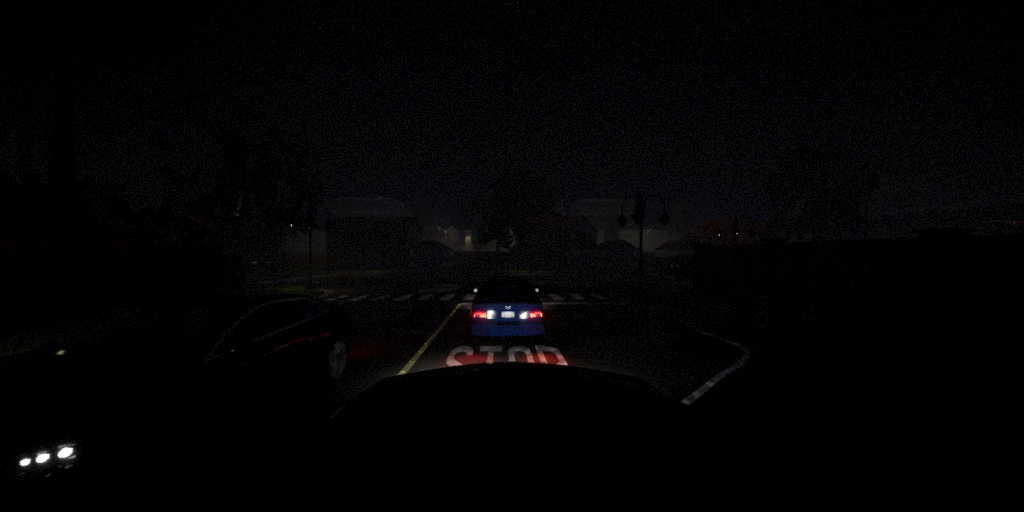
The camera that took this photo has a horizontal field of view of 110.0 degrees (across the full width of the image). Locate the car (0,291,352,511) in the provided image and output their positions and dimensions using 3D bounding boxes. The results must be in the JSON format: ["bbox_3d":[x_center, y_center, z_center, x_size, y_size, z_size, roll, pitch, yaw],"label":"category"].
[{"bbox_3d":[-3.626,1.239,4.278,2.128,1.511,4.902,0,0,-2],"label":"car"}]

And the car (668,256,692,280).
[{"bbox_3d":[16.557,0.994,31.147,5.566,2.045,2.150,0,0,0],"label":"car"}]

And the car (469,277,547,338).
[{"bbox_3d":[-0.151,1.290,10.118,2.033,1.411,5.357,0,0,-2],"label":"car"}]
